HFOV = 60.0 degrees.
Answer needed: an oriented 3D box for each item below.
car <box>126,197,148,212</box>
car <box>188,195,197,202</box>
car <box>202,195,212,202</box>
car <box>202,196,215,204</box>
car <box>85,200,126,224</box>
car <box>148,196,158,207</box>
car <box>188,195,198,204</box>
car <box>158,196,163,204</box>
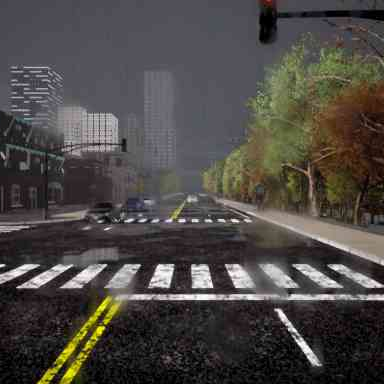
[{"bbox_3d":[-6.568,1.340,37.639,2.097,1.767,4.553,0,0,-1],"label":"car"},{"bbox_3d":[0.075,1.447,74.833,1.882,1.535,5.008,0,0,0],"label":"car"},{"bbox_3d":[3.317,1.510,74.412,2.033,1.411,5.357,0,0,0],"label":"car"},{"bbox_3d":[3.401,1.523,63.759,2.033,1.411,5.357,0,0,0],"label":"car"},{"bbox_3d":[-6.579,1.519,25.080,1.812,1.442,4.674,0,0,0],"label":"car"},{"bbox_3d":[-6.549,1.508,49.384,1.812,1.442,4.674,0,0,0],"label":"car"},{"bbox_3d":[0.144,1.501,64.086,1.812,1.442,4.674,0,0,0],"label":"car"},{"bbox_3d":[-6.504,1.468,62.188,2.128,1.511,4.902,0,0,0],"label":"car"}]
